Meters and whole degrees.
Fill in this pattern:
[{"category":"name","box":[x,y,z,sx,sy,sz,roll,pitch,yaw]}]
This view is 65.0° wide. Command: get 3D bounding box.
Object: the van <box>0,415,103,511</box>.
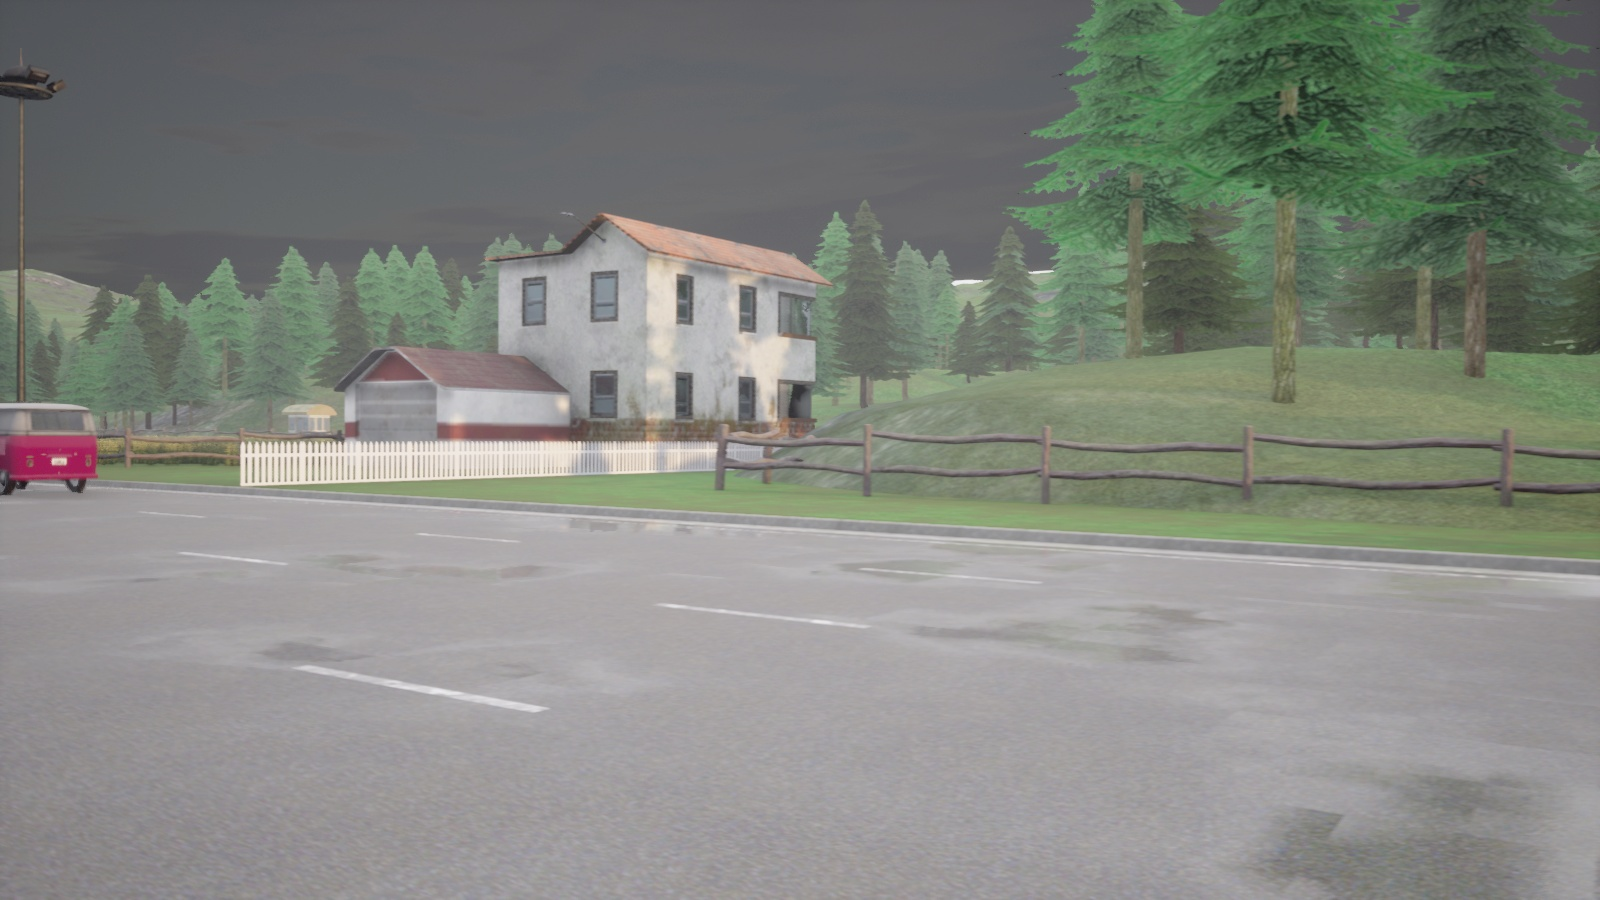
[{"category":"van","box":[-17.567,0.262,27.897,4.442,1.987,1.775,0,1,34]}]
